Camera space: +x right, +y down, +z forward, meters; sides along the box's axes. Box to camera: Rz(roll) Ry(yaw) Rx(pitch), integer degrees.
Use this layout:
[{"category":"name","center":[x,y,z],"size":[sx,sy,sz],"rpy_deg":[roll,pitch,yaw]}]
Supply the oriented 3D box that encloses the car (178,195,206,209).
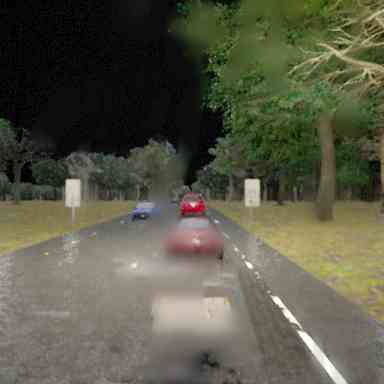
[{"category":"car","center":[0.100,1.260,31.077],"size":[2.150,2.045,5.566],"rpy_deg":[0,0,0]}]

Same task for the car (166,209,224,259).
[{"category":"car","center":[0.097,1.552,12.599],"size":[1.994,1.385,4.181],"rpy_deg":[0,0,0]}]

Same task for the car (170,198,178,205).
[{"category":"car","center":[-3.498,1.885,68.334],"size":[2.033,1.411,5.357],"rpy_deg":[0,-1,0]}]

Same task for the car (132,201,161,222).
[{"category":"car","center":[-3.596,1.498,26.797],"size":[1.882,1.535,5.008],"rpy_deg":[0,0,0]}]
